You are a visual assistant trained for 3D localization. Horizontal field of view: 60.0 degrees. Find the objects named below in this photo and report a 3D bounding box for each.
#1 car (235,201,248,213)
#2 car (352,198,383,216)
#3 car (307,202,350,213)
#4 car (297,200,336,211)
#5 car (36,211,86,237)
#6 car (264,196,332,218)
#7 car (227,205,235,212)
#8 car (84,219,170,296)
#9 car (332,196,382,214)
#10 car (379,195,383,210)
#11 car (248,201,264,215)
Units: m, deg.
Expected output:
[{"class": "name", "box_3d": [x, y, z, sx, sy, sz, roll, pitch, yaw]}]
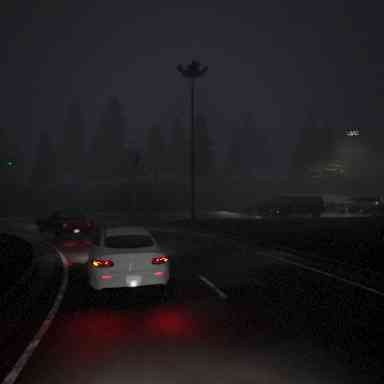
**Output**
[{"class": "car", "box_3d": [7.957, 1.792, 39.269, 4.674, 1.442, 1.812, 0, 0, -12]}, {"class": "car", "box_3d": [19.827, 1.701, 34.660, 4.902, 1.511, 2.128, 0, 0, -12]}, {"class": "car", "box_3d": [16.859, 1.863, 41.185, 4.718, 1.301, 1.895, 0, 0, -12]}, {"class": "car", "box_3d": [16.686, 1.814, 44.717, 4.674, 1.442, 1.812, 0, 0, -12]}, {"class": "car", "box_3d": [-7.430, 1.753, 19.108, 1.895, 1.301, 4.718, 0, -1, -39]}, {"class": "car", "box_3d": [10.333, 1.436, 32.643, 5.566, 2.045, 2.150, 0, 0, -12]}, {"class": "car", "box_3d": [7.309, 1.839, 42.731, 5.357, 1.411, 2.033, 0, 0, -12]}, {"class": "car", "box_3d": [-1.818, 1.594, 8.854, 1.812, 1.442, 4.674, 0, 0, -16]}, {"class": "car", "box_3d": [19.340, 1.452, 38.140, 5.566, 2.045, 2.150, -1, 0, -12]}, {"class": "car", "box_3d": [29.938, 1.505, 47.535, 5.566, 2.045, 2.150, 0, 0, -12]}, {"class": "car", "box_3d": [9.349, 1.462, 36.012, 5.566, 2.045, 2.150, 0, 0, -12]}]
